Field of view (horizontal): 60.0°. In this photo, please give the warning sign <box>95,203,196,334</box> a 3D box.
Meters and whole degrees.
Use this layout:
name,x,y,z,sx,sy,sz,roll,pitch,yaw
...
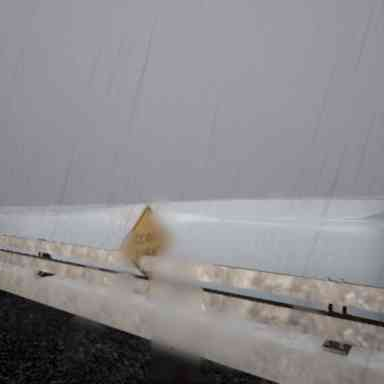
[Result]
name,x,y,z,sx,sy,sz,roll,pitch,yaw
warning sign,-0.763,1.146,5.687,1.060,1.860,1.300,-2,0,36
